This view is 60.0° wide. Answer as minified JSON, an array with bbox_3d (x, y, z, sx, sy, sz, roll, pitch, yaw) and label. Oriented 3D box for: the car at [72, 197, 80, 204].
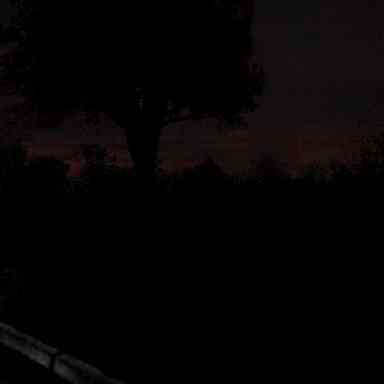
[{"bbox_3d":[-19.655,1.429,55.296,1.895,1.301,4.718,0,0,35],"label":"car"}]
